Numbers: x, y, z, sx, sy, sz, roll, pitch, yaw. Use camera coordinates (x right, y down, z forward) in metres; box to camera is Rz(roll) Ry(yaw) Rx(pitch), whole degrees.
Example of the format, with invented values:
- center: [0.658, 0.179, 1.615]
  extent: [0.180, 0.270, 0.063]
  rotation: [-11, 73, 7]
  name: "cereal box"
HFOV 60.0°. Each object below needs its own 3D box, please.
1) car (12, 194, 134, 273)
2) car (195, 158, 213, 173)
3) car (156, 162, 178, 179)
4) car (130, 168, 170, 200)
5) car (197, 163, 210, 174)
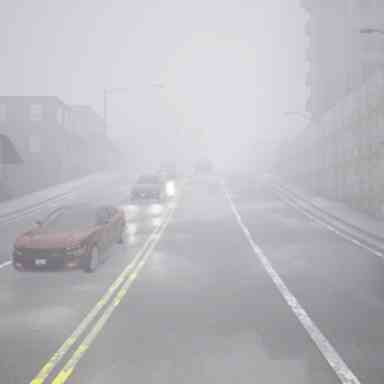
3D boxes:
- center: [-3.305, 1.106, 9.915]
  extent: [1.882, 1.535, 5.008]
  rotation: [0, 4, 2]
  name: "car"
- center: [1.427, -3.229, 39.838]
  extent: [2.097, 1.767, 4.553]
  rotation: [0, 6, 2]
  name: "car"
- center: [-2.486, -2.217, 33.401]
  extent: [2.128, 1.511, 4.902]
  rotation: [0, 9, 2]
  name: "car"
- center: [-2.867, -0.437, 22.398]
  extent: [1.837, 1.490, 4.892]
  rotation: [0, 10, 2]
  name: "car"
- center: [1.733, -3.419, 49.774]
  extent: [1.895, 1.301, 4.718]
  rotation: [0, 0, 2]
  name: "car"
